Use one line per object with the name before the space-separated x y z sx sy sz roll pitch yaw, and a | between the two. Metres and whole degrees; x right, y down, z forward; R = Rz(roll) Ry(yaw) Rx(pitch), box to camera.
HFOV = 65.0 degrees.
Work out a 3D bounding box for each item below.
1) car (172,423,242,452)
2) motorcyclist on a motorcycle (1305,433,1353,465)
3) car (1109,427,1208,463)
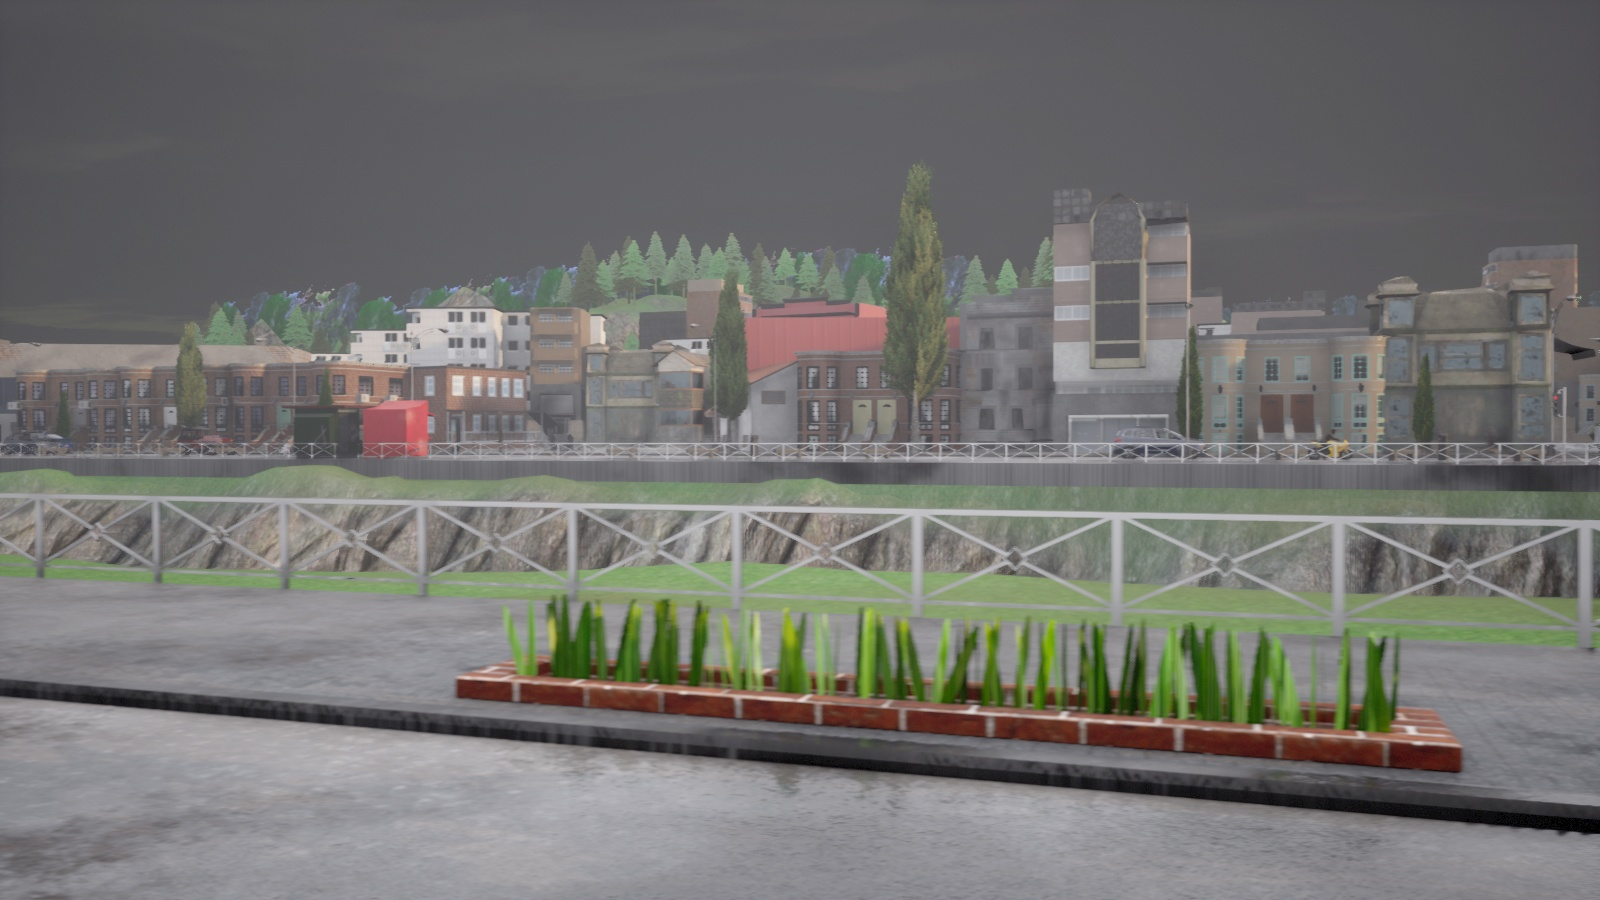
car | -38.638 -0.833 81.812 3.866 1.878 1.905 1 1 19
motorcyclist on a motorcycle | 25.391 -0.061 60.294 2.044 1.523 0.797 1 1 19
car | 17.952 -0.273 62.794 4.611 1.667 2.242 1 1 19
